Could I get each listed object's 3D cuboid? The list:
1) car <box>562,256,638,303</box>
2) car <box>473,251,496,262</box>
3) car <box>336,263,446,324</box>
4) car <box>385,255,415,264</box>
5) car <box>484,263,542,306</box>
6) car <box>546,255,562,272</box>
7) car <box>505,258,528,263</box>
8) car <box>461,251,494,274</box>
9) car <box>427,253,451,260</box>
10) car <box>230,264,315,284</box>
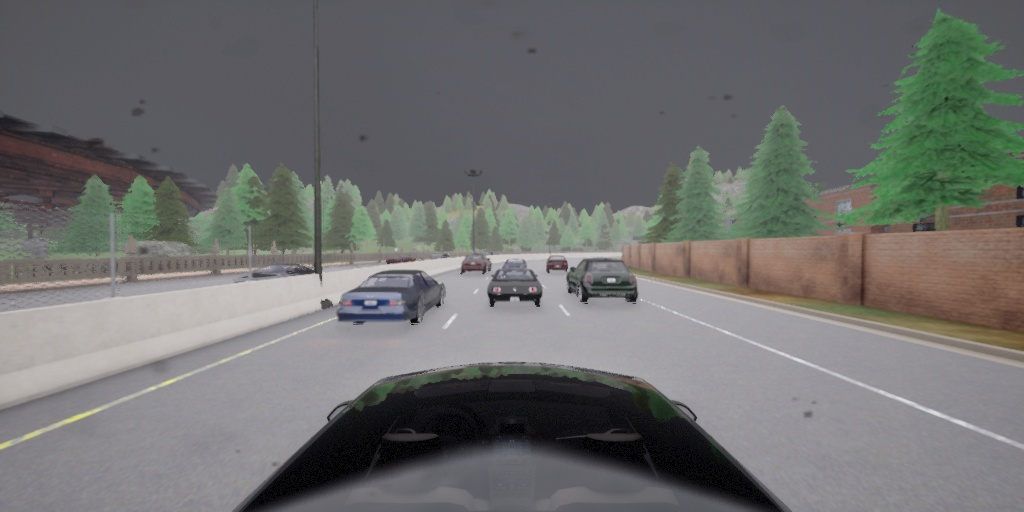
[{"bbox_3d":[3.600,0.863,15.111,2.097,1.767,4.553,0,1,0],"label":"car"},{"bbox_3d":[-4.440,0.082,58.998,2.097,1.767,4.553,0,1,20],"label":"car"},{"bbox_3d":[-3.399,1.130,11.130,2.033,1.411,5.357,0,1,0],"label":"car"},{"bbox_3d":[-14.899,0.528,47.924,1.895,1.301,4.718,0,1,13],"label":"car"},{"bbox_3d":[0.101,1.127,14.291,1.895,1.301,4.718,0,1,0],"label":"car"},{"bbox_3d":[4.152,0.668,33.110,1.882,1.535,5.008,0,1,5],"label":"car"},{"bbox_3d":[0.363,0.847,29.989,1.895,1.301,4.718,0,1,3],"label":"car"},{"bbox_3d":[-3.013,0.575,31.286,2.097,1.767,4.553,0,1,4],"label":"car"},{"bbox_3d":[-10.439,0.373,51.352,1.837,1.490,4.892,0,0,16],"label":"car"},{"bbox_3d":[-10.569,1.054,16.295,1.994,1.385,4.181,0,1,0],"label":"car"}]
